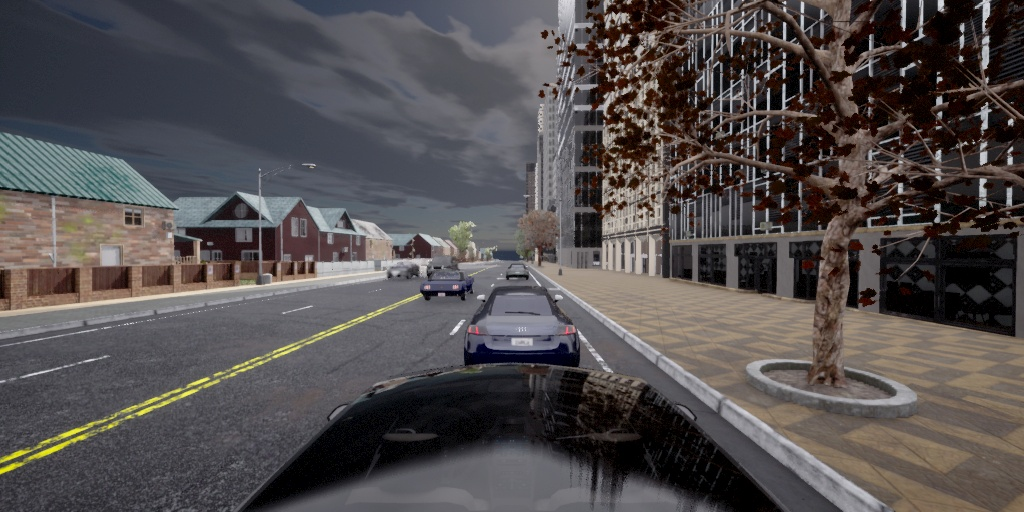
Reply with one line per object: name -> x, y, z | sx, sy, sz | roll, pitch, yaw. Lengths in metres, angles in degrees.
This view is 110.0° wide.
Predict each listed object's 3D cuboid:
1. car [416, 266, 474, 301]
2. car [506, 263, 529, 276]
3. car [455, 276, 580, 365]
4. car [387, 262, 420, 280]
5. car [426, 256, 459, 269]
car -> -2.954, 1.355, 17.436 | 1.895, 1.301, 4.718 | 0, 0, 1
car -> 0.478, 1.338, 31.713 | 1.994, 1.385, 4.181 | 0, 0, 1
car -> 0.174, 1.314, 7.618 | 1.994, 1.385, 4.181 | 0, 0, 0
car -> -9.472, 1.265, 31.629 | 2.128, 1.511, 4.902 | 0, 0, 1
car -> -6.209, 0.997, 32.701 | 2.150, 2.045, 5.566 | 0, 0, 1
